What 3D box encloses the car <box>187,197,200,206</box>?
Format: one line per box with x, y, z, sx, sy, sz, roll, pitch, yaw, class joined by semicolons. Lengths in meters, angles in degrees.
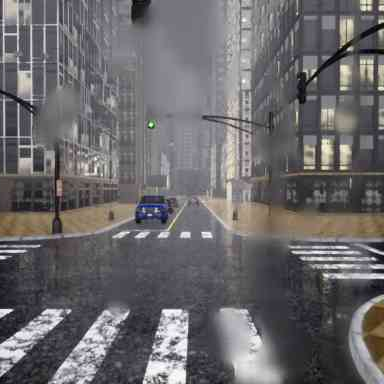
0.234;1.524;55.007;2.128;1.511;4.902;0;0;0;car

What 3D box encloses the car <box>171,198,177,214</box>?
-2.942;1.491;35.827;1.882;1.535;5.008;0;0;0;car

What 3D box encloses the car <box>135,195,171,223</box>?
-2.992;1.227;25.609;2.150;2.045;5.566;0;0;-2;car

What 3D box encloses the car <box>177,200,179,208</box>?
-2.879;1.550;47.428;1.812;1.442;4.674;0;0;0;car

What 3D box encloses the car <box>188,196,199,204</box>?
0.279;1.595;65.424;2.033;1.411;5.357;0;0;0;car
